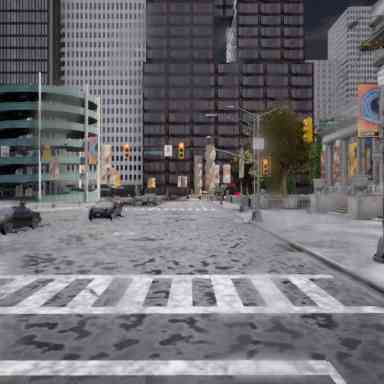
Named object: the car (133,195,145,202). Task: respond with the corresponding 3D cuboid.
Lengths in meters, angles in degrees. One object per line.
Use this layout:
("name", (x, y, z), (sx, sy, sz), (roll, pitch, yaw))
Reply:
("car", (-12.735, 1.500, 80.094), (1.837, 1.490, 4.892), (0, 0, -21))

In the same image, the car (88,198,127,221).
("car", (-7.085, 1.477, 27.589), (1.882, 1.535, 5.008), (0, 0, 0))

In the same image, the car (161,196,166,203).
("car", (-7.035, 1.525, 69.064), (1.812, 1.442, 4.674), (0, 0, 0))

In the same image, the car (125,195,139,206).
("car", (-10.574, 1.547, 55.656), (2.033, 1.411, 5.357), (0, 0, 0))

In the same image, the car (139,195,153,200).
("car", (-13.072, 1.502, 94.337), (1.994, 1.385, 4.181), (0, 0, -43))

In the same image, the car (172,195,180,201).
("car", (-4.769, 1.500, 87.967), (1.837, 1.490, 4.892), (0, 0, -29))

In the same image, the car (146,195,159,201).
("car", (-9.872, 1.540, 82.339), (2.033, 1.411, 5.357), (0, 0, -21))

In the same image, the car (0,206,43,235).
("car", (-10.590, 1.547, 19.209), (2.033, 1.411, 5.357), (0, 0, 0))

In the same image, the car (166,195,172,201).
("car", (-7.505, 1.595, 85.653), (1.895, 1.301, 4.718), (0, 0, -25))

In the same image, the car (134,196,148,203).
("car", (-10.526, 1.547, 68.551), (2.033, 1.411, 5.357), (0, 0, 0))

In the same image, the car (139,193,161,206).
("car", (-7.081, 1.221, 56.160), (2.150, 2.045, 5.566), (0, 0, 0))
